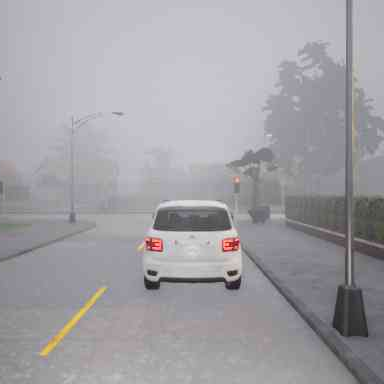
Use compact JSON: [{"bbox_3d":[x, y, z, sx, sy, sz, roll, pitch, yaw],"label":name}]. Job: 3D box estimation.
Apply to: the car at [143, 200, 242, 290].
[{"bbox_3d":[0.026,1.221,9.227,2.150,2.045,5.566,0,0,0],"label":"car"}]
